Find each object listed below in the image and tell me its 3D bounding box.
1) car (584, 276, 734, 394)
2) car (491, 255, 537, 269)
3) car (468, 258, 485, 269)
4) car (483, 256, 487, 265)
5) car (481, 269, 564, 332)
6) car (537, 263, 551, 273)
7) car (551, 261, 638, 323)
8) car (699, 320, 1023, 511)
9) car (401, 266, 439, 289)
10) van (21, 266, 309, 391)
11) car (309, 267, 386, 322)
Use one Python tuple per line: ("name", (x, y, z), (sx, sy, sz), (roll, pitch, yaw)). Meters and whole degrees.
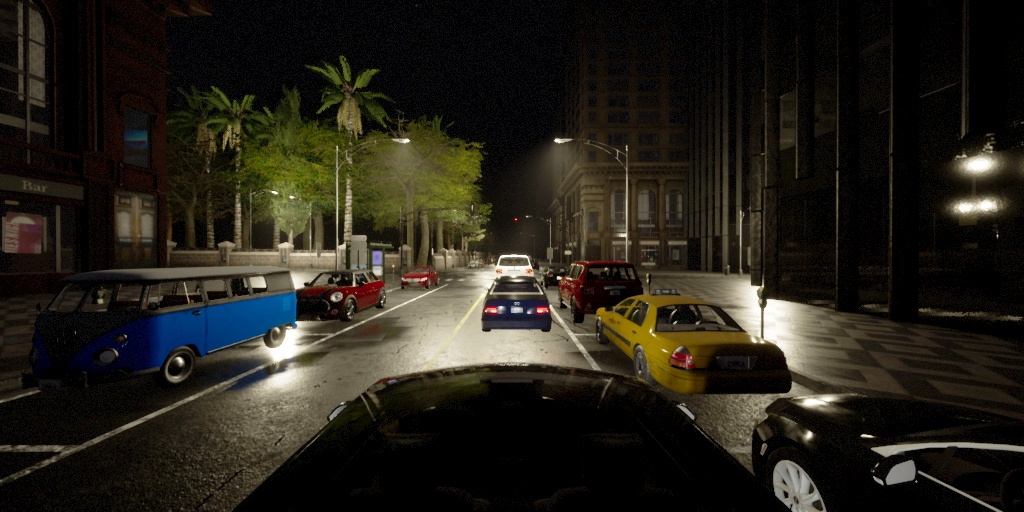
("car", (2.765, 1.274, 6.717), (1.751, 1.417, 4.829), (0, 0, 0))
("car", (0.111, 0.966, 21.364), (2.150, 2.045, 5.566), (0, 0, 0))
("car", (-5.734, 1.269, 54.705), (2.007, 1.370, 4.403), (0, 0, 0))
("car", (-5.731, 1.153, 60.125), (1.967, 1.591, 4.097), (0, 0, 0))
("car", (0.108, 1.295, 10.793), (2.033, 1.411, 5.357), (0, 0, 0))
("car", (2.774, 1.308, 22.823), (1.948, 1.339, 4.313), (0, 0, 0))
("car", (2.768, 1.062, 11.972), (2.192, 1.841, 5.009), (0, 0, 0))
("car", (2.762, 1.300, 1.122), (2.007, 1.370, 4.403), (0, 0, 0))
("car", (-5.752, 1.325, 22.845), (1.802, 1.307, 4.207), (0, 0, 0))
("van", (-5.760, 1.090, 6.566), (1.690, 1.789, 3.998), (0, 0, 0))
("car", (-5.757, 1.187, 11.993), (1.967, 1.591, 4.097), (0, 0, 0))
